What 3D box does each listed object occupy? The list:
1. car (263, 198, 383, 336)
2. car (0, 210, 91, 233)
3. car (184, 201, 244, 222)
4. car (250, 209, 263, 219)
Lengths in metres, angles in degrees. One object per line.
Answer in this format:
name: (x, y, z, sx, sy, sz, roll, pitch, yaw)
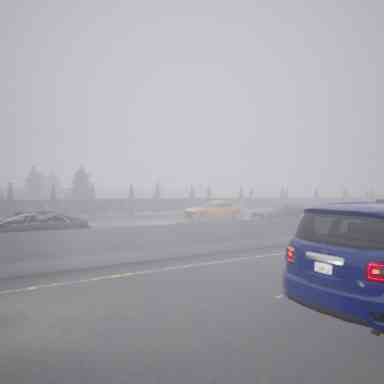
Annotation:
car: (4.192, 1.218, 6.326, 5.566, 2.045, 2.150, 0, 0, -32)
car: (-6.224, 1.448, 12.297, 4.902, 1.511, 2.128, 0, 0, -34)
car: (1.760, 1.437, 25.701, 5.008, 1.535, 1.882, 0, 0, -32)
car: (6.861, 1.527, 24.754, 5.357, 1.411, 2.033, 0, 0, -32)
